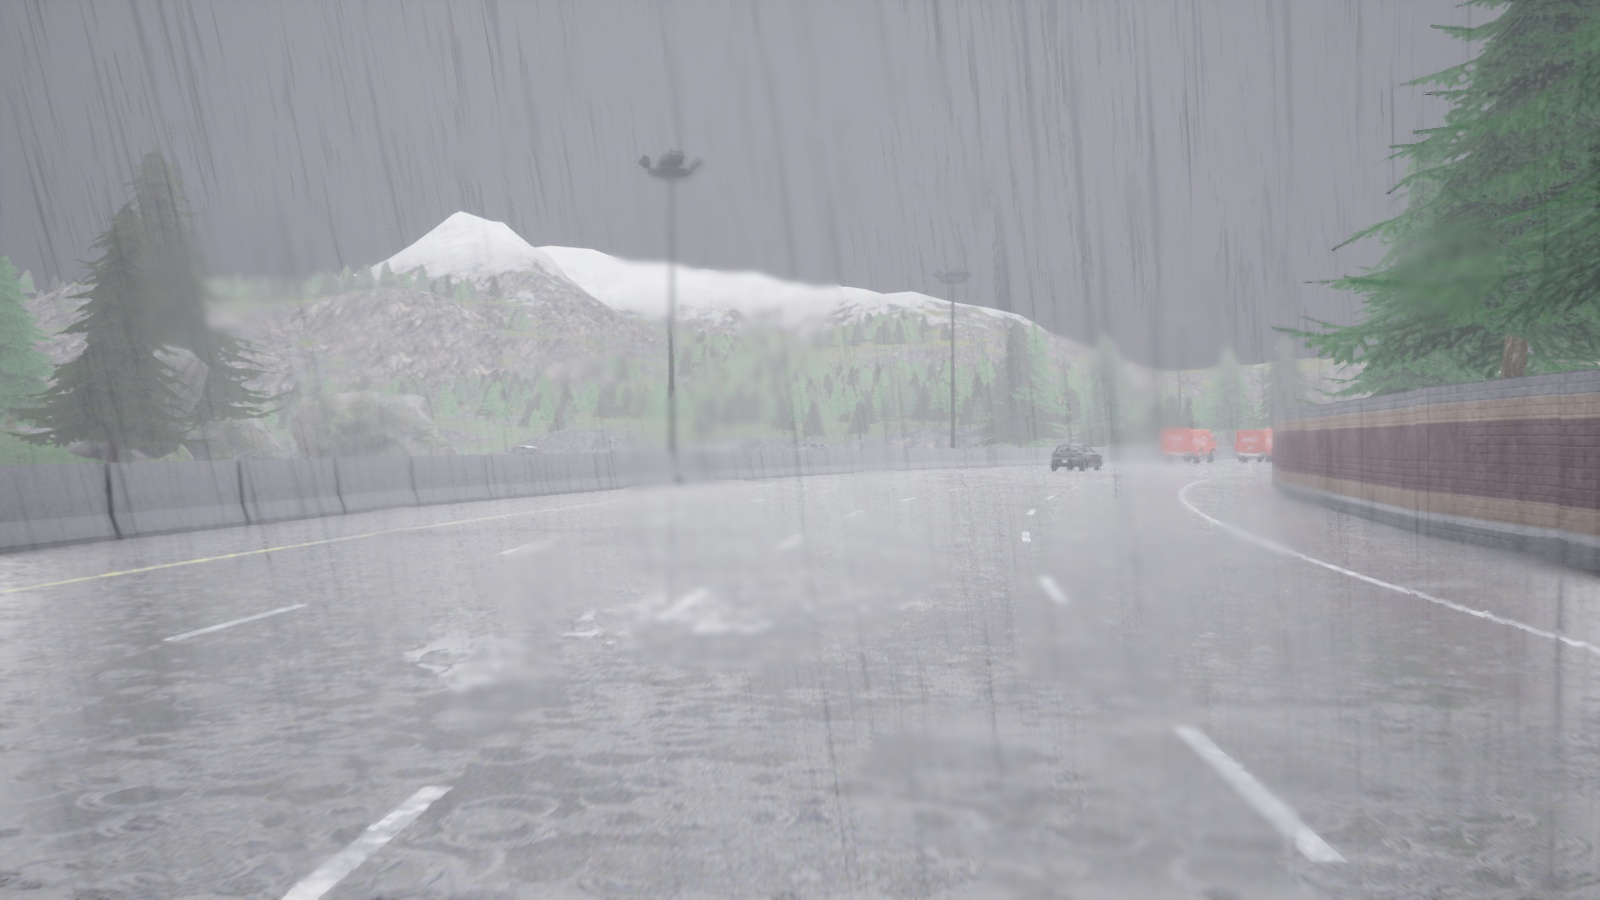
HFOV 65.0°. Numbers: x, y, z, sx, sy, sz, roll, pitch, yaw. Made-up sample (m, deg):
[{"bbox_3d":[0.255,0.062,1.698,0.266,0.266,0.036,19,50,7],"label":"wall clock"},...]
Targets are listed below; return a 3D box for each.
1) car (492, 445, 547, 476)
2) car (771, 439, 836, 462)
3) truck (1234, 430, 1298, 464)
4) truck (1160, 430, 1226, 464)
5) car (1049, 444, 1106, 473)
[{"bbox_3d":[-12.839,0.462,57.603,1.481,1.376,2.207,0,0,22],"label":"car"},{"bbox_3d":[0.274,0.021,89.495,2.152,1.651,5.027,0,0,34],"label":"car"},{"bbox_3d":[34.574,-0.226,93.119,2.627,2.467,5.204,0,0,44],"label":"truck"},{"bbox_3d":[28.837,-0.227,92.049,2.627,2.467,5.204,0,0,42],"label":"truck"},{"bbox_3d":[14.695,0.402,66.377,1.816,1.474,4.193,0,0,30],"label":"car"}]
